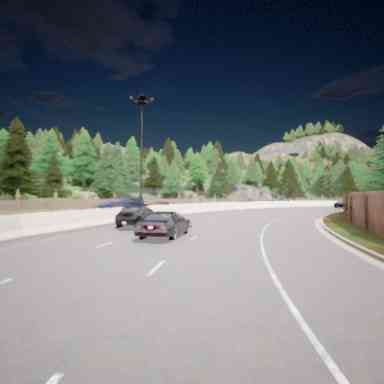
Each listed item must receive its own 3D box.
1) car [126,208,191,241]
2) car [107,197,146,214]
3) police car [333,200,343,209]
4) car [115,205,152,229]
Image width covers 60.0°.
[{"bbox_3d":[-1.430,1.735,18.037,2.033,1.411,5.357,0,-1,12],"label":"car"},{"bbox_3d":[-8.259,1.629,42.612,2.150,2.045,5.566,0,-1,25],"label":"car"},{"bbox_3d":[28.738,2.317,63.246,5.238,1.638,1.930,1,-1,-43],"label":"police car"},{"bbox_3d":[-3.693,1.735,23.397,1.837,1.490,4.892,0,-1,14],"label":"car"}]
